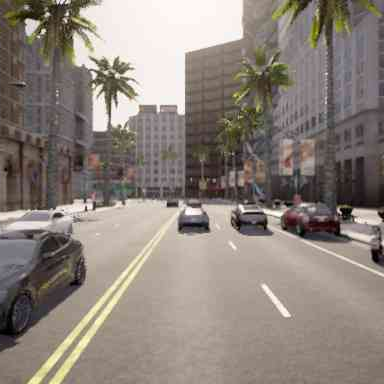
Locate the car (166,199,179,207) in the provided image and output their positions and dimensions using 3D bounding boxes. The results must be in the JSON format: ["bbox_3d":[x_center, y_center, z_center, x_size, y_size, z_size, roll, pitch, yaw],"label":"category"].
[{"bbox_3d":[-3.155,1.819,54.312,1.895,1.301,4.718,0,0,1],"label":"car"}]

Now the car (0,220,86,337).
[{"bbox_3d":[-3.601,1.554,6.834,1.812,1.442,4.674,0,0,0],"label":"car"}]

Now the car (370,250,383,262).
[{"bbox_3d":[3.599,1.576,2.773,1.994,1.385,4.181,0,0,0],"label":"car"}]

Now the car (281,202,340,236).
[{"bbox_3d":[6.593,1.431,19.028,2.185,1.767,4.553,0,0,0],"label":"car"}]

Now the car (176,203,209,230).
[{"bbox_3d":[0.106,1.653,22.108,1.994,1.385,4.181,0,0,0],"label":"car"}]

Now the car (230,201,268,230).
[{"bbox_3d":[3.608,1.579,21.669,2.128,1.511,4.902,0,0,0],"label":"car"}]

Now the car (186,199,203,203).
[{"bbox_3d":[0.302,1.641,40.733,1.882,1.535,5.008,0,0,1],"label":"car"}]

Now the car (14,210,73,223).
[{"bbox_3d":[-7.098,1.589,15.737,1.812,1.442,4.674,0,0,0],"label":"car"}]
